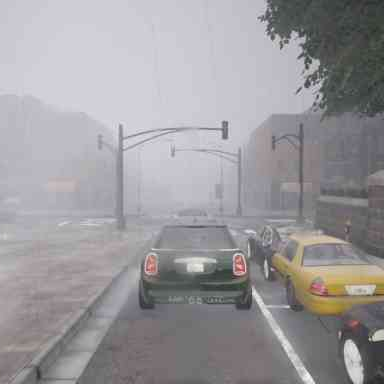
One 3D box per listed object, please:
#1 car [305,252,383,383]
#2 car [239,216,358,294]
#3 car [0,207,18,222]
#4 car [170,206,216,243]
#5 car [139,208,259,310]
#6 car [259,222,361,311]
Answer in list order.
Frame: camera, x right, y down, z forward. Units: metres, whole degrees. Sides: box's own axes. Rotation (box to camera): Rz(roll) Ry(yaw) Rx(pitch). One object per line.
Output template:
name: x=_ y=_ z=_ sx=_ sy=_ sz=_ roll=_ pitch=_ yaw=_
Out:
car: x=2.625 y=1.550 z=2.443 sx=2.008 sy=1.369 sz=4.403 roll=-1 pitch=0 yaw=0
car: x=2.665 y=1.549 z=9.579 sx=2.008 sy=1.369 sz=4.403 roll=-1 pitch=0 yaw=0
car: x=-14.725 y=1.427 z=23.081 sx=4.892 sy=1.490 sz=1.837 roll=1 pitch=1 yaw=0
car: x=0.036 y=1.556 z=17.421 sx=2.033 sy=1.411 sz=5.357 roll=0 pitch=0 yaw=0
car: x=0.077 y=1.350 z=7.986 sx=2.097 sy=1.767 sz=4.553 roll=0 pitch=0 yaw=0
car: x=2.685 y=1.524 z=7.605 sx=1.752 sy=1.417 sz=4.829 roll=-1 pitch=0 yaw=0
